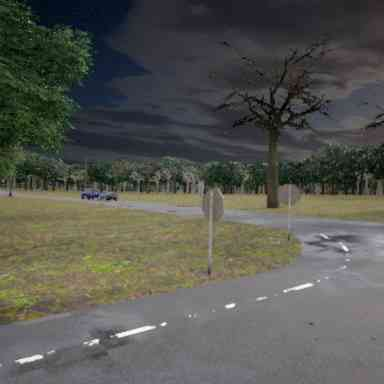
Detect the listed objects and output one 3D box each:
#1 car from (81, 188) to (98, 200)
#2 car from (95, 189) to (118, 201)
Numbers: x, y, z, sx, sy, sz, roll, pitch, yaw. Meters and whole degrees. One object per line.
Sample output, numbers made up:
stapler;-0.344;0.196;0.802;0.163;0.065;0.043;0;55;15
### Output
car;-18.245;0.368;60.123;2.150;2.045;5.566;2;-1;-36
car;-13.538;0.685;53.648;1.837;1.490;4.892;2;-1;-35
